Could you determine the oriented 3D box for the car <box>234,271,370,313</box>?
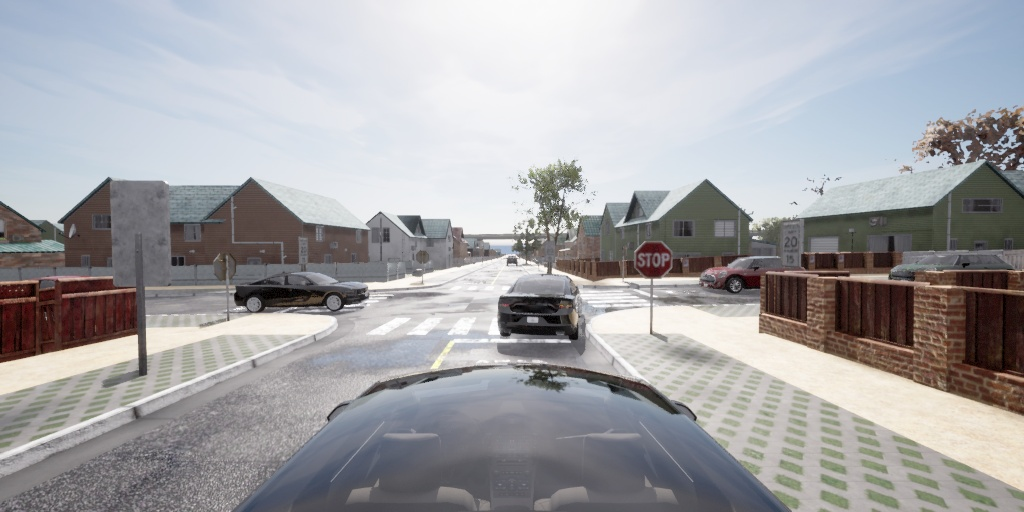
[{"bbox_3d":[-8.464,1.377,14.664,5.008,1.535,1.882,-1,2,0],"label":"car"}]

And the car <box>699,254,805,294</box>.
[{"bbox_3d":[11.812,0.820,17.740,4.553,1.767,2.097,-1,2,0],"label":"car"}]

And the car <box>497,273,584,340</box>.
[{"bbox_3d":[0.960,1.225,10.134,1.882,1.535,5.008,0,0,12],"label":"car"}]

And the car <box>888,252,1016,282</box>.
[{"bbox_3d":[21.707,0.646,17.808,4.553,1.767,2.097,-1,2,0],"label":"car"}]

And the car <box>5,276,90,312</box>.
[{"bbox_3d":[-18.017,1.547,14.605,5.008,1.535,1.882,-1,2,0],"label":"car"}]
